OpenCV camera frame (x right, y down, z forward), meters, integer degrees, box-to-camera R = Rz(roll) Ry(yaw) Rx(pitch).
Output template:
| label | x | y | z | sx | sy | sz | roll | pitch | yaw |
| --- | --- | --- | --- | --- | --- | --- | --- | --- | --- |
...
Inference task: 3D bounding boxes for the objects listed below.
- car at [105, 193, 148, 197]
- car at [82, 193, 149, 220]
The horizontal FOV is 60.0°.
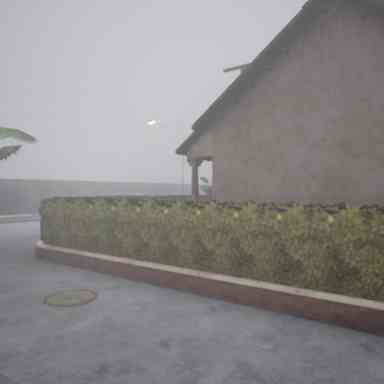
| label | x | y | z | sx | sy | sz | roll | pitch | yaw |
| --- | --- | --- | --- | --- | --- | --- | --- | --- | --- |
| car | -4.030 | 1.152 | 24.772 | 2.150 | 2.045 | 5.566 | 0 | 0 | 36 |
| car | -6.369 | 1.128 | 28.548 | 2.150 | 2.045 | 5.566 | 0 | 1 | 36 |
